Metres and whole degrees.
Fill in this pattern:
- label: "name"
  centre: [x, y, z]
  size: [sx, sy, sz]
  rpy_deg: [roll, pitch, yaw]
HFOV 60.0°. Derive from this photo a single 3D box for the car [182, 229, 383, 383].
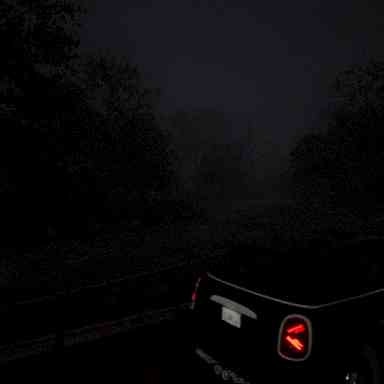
- label: "car"
  centre: [2.179, 1.321, 4.716]
  size: [4.553, 1.767, 2.097]
  rpy_deg: [-1, 1, -34]
